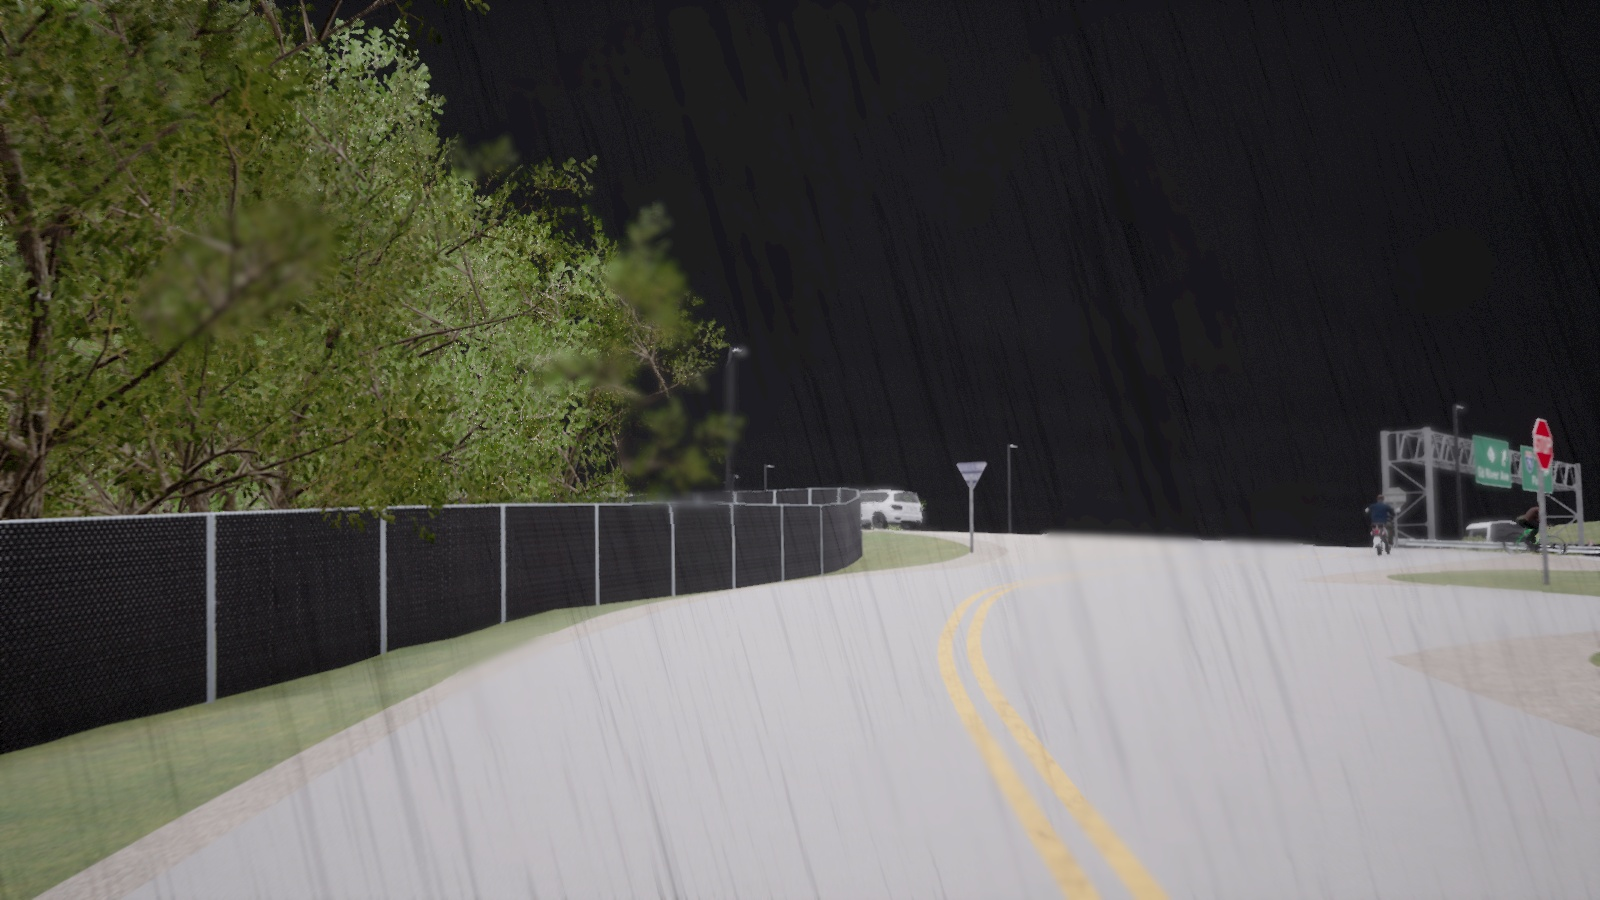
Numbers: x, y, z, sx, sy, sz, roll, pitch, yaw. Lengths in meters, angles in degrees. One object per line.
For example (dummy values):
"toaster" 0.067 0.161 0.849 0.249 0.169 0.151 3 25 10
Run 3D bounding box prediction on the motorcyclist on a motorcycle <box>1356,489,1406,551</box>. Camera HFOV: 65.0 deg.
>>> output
"motorcyclist on a motorcycle" 15.599 1.878 33.671 0.866 1.590 1.817 -3 -4 34

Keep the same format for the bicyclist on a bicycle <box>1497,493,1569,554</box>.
"bicyclist on a bicycle" 21.028 2.104 36.043 1.656 1.620 0.582 3 -3 5

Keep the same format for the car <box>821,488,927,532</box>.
"car" 3.701 3.076 63.715 2.150 2.045 5.566 6 -7 -39
